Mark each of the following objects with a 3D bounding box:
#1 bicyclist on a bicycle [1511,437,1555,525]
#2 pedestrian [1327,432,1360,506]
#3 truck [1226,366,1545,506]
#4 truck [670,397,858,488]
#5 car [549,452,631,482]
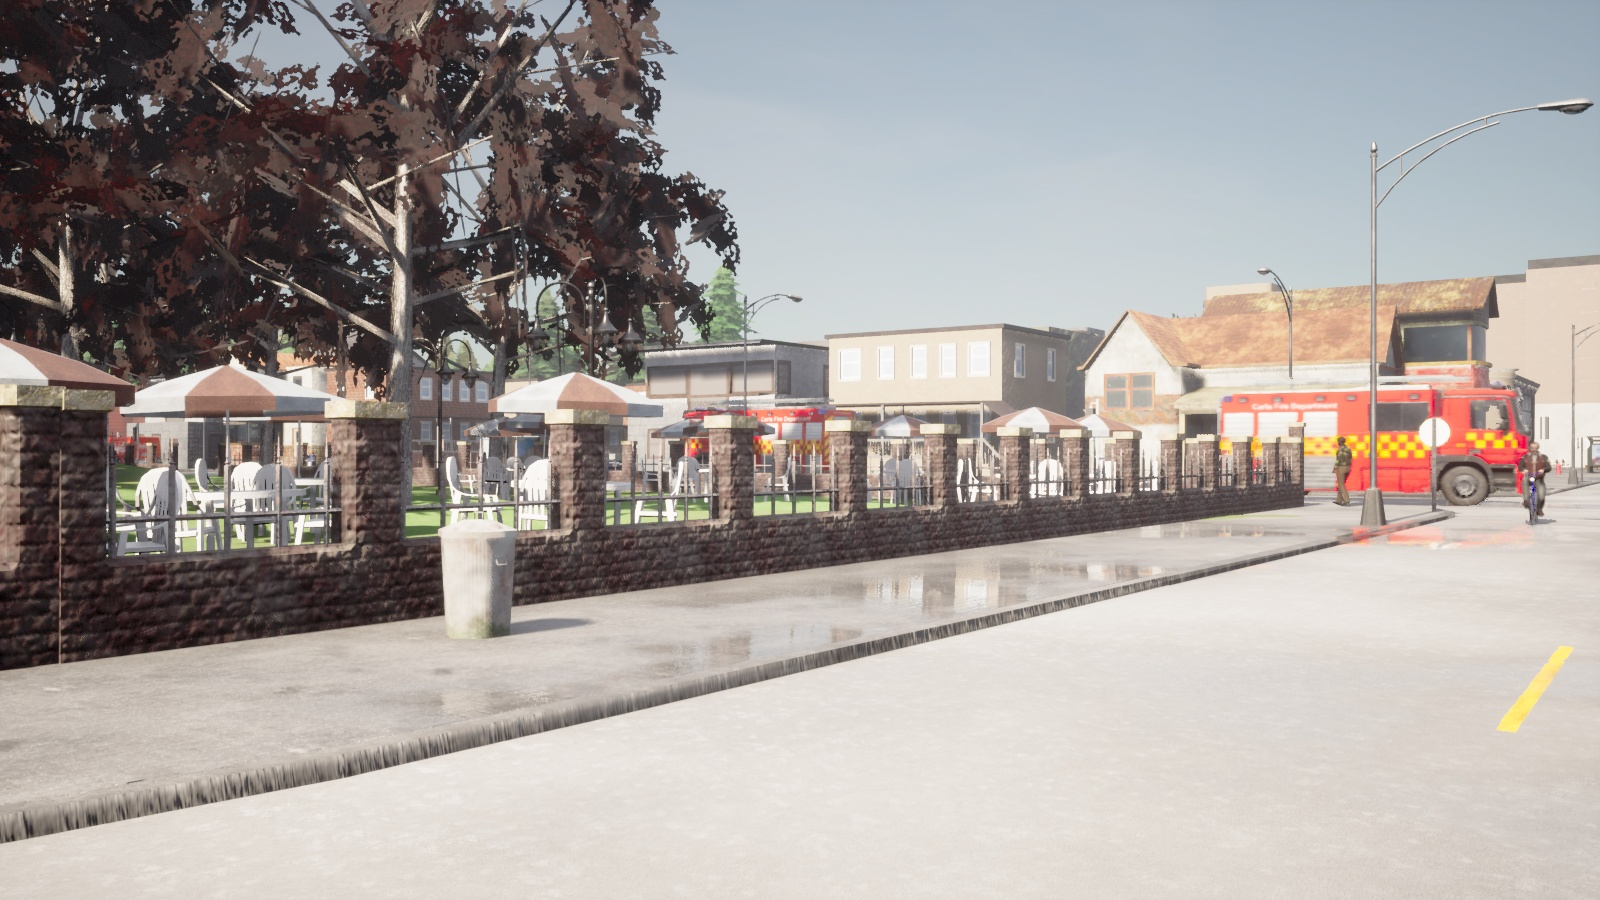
[{"bbox_3d":[15.359,0.638,26.288,0.659,1.776,1.843,0,0,34],"label":"bicyclist on a bicycle"},{"bbox_3d":[14.232,0.491,32.877,0.395,1.930,0.692,0,0,-24],"label":"pedestrian"},{"bbox_3d":[17.548,-0.378,37.891,8.468,3.827,2.891,0,0,31],"label":"truck"},{"bbox_3d":[-1.704,-0.313,56.564,8.468,3.827,2.891,0,0,36],"label":"truck"},{"bbox_3d":[-10.578,0.843,63.054,3.806,1.475,1.970,0,0,37],"label":"car"}]
